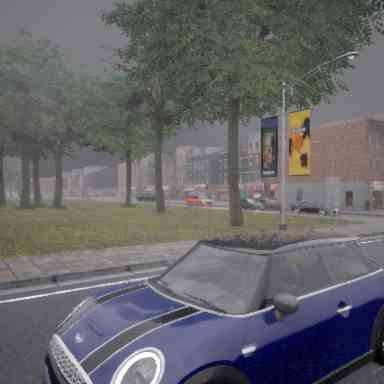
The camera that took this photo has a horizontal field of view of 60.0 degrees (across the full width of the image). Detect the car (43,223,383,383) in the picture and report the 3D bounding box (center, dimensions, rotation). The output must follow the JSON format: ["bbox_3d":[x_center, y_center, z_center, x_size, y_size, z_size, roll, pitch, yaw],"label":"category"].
[{"bbox_3d":[0.663,1.352,4.161,4.553,1.767,2.097,0,0,-36],"label":"car"}]

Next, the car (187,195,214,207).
[{"bbox_3d":[1.161,1.273,48.743,2.097,1.767,4.553,1,0,-35],"label":"car"}]

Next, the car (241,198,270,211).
[{"bbox_3d":[6.883,1.519,40.721,1.812,1.442,4.674,1,0,-36],"label":"car"}]

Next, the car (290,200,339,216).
[{"bbox_3d":[12.213,1.568,33.265,2.128,1.511,4.902,1,0,-36],"label":"car"}]

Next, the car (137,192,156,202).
[{"bbox_3d":[-9.365,1.069,68.512,2.150,2.045,5.566,1,-1,-36],"label":"car"}]

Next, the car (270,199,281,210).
[{"bbox_3d":[9.236,1.540,42.458,1.812,1.442,4.674,1,0,-35],"label":"car"}]
